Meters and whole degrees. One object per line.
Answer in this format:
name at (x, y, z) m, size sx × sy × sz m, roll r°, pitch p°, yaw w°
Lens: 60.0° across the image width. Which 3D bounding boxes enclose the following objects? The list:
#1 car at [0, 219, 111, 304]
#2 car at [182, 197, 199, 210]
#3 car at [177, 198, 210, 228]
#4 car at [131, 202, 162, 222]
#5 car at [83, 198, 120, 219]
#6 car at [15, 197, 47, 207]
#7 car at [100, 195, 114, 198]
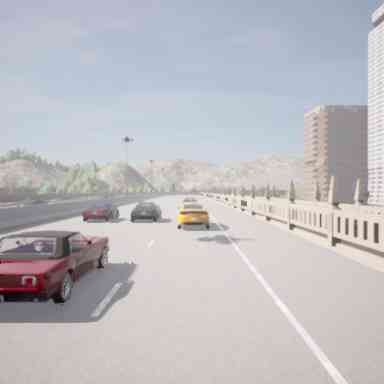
car at (-3.401, 1.565, 8.003) m, size 1.895 × 1.301 × 4.718 m, roll 0°, pitch 0°, yaw 0°
car at (-0.266, 1.382, 41.131) m, size 1.994 × 1.385 × 4.181 m, roll 0°, pitch 0°, yaw -2°
car at (0.087, 1.383, 21.406) m, size 1.882 × 1.535 × 5.008 m, roll 0°, pitch 0°, yaw 0°
car at (-3.441, 1.451, 25.459) m, size 1.994 × 1.385 × 4.181 m, roll 0°, pitch 0°, yaw -1°
car at (-6.944, 1.450, 25.713) m, size 1.994 × 1.385 × 4.181 m, roll 0°, pitch 0°, yaw -1°
car at (-17.806, 1.330, 36.980) m, size 2.128 × 1.511 × 4.902 m, roll 0°, pitch 0°, yaw -1°
car at (-14.878, 1.141, 58.907) m, size 1.895 × 1.301 × 4.718 m, roll 0°, pitch 0°, yaw -2°
